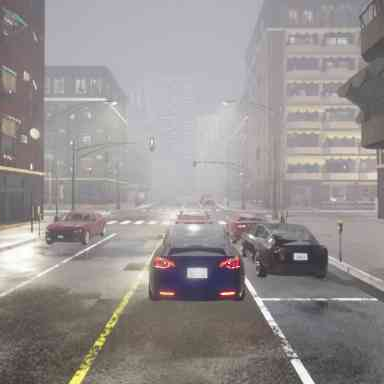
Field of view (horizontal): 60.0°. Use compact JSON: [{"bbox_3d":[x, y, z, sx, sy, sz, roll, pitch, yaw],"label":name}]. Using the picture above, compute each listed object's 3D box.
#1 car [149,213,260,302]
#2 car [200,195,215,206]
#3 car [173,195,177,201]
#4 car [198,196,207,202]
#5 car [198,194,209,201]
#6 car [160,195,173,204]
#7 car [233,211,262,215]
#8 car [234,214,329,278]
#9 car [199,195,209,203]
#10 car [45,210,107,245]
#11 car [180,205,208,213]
[{"bbox_3d":[0.100,1.506,8.340,2.163,1.488,4.792,0,0,0],"label":"car"},{"bbox_3d":[2.698,1.576,53.684,1.887,1.381,4.507,1,0,0],"label":"car"},{"bbox_3d":[-5.316,1.621,87.810,1.887,1.381,4.507,1,0,0],"label":"car"},{"bbox_3d":[2.565,1.633,82.132,1.947,1.339,4.313,1,0,0],"label":"car"},{"bbox_3d":[2.602,1.357,63.630,2.192,1.841,5.009,1,0,0],"label":"car"},{"bbox_3d":[-5.330,1.595,65.052,2.008,1.369,4.403,1,0,0],"label":"car"},{"bbox_3d":[2.572,1.549,15.628,1.887,1.381,4.507,1,0,0],"label":"car"},{"bbox_3d":[2.572,1.568,9.957,1.947,1.339,4.313,1,0,0],"label":"car"},{"bbox_3d":[2.567,1.491,70.753,1.967,1.590,4.097,1,0,0],"label":"car"},{"bbox_3d":[-5.275,1.549,15.599,1.887,1.381,4.507,1,0,0],"label":"car"},{"bbox_3d":[0.093,1.606,18.063,1.895,1.301,4.718,0,0,0],"label":"car"}]
